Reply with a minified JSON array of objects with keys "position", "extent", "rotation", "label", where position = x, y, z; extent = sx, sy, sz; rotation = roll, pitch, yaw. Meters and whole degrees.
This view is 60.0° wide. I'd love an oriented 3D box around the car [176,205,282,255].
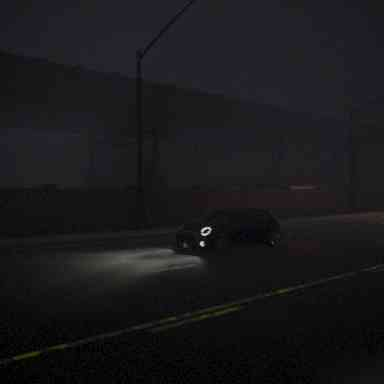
[{"position":[1.575,1.418,13.709],"extent":[4.553,1.767,2.097],"rotation":[0,0,-35],"label":"car"}]
